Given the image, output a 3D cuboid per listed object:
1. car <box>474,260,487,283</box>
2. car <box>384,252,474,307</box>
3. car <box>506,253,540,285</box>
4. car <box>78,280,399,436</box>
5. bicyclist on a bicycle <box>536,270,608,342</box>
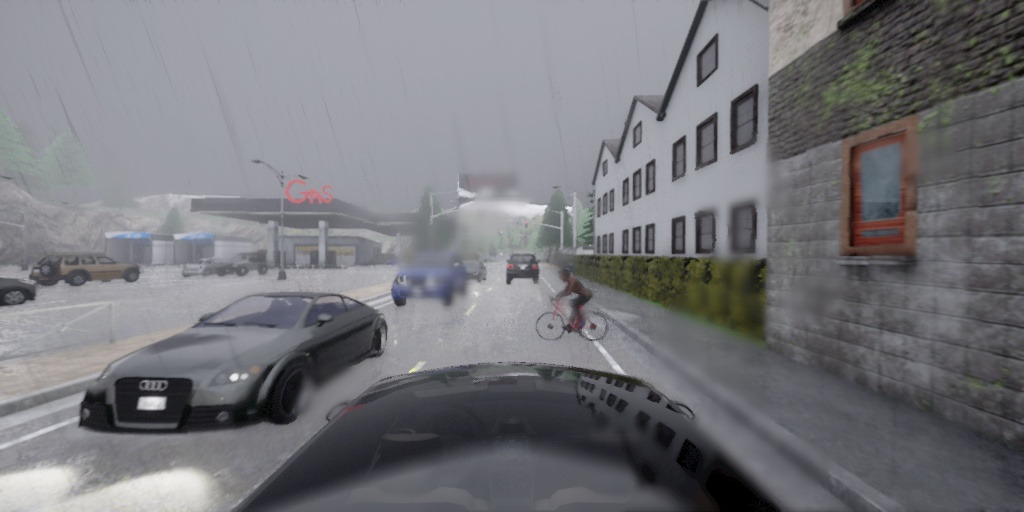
[{"bbox_3d":[-2.875,1.077,25.494,1.837,1.490,4.892,0,0,2],"label":"car"},{"bbox_3d":[-3.220,0.863,15.290,2.150,2.045,5.566,0,0,2],"label":"car"},{"bbox_3d":[0.763,0.816,24.812,2.150,2.045,5.566,0,0,2],"label":"car"},{"bbox_3d":[-3.525,1.271,5.560,1.994,1.385,4.181,0,0,2],"label":"car"},{"bbox_3d":[1.358,1.140,8.124,1.656,1.620,0.582,0,0,2],"label":"bicyclist on a bicycle"}]
